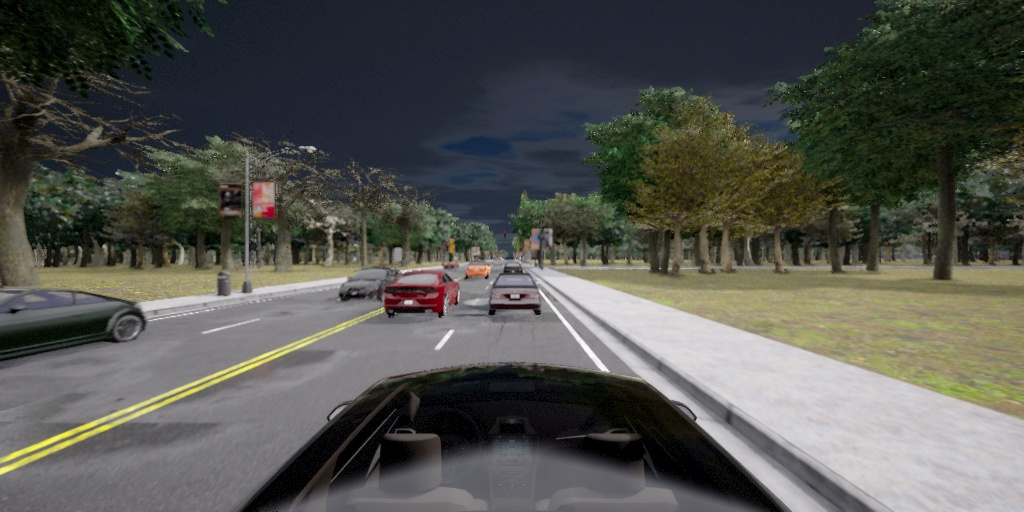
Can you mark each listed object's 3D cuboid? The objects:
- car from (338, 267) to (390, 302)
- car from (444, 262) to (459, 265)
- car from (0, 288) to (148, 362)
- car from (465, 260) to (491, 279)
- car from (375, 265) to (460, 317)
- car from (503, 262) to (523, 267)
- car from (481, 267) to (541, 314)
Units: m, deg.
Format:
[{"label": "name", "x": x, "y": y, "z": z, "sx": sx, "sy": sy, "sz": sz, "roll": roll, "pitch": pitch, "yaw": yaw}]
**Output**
[{"label": "car", "x": -6.596, "y": 1.308, "z": 17.445, "sx": 1.837, "sy": 1.490, "sz": 4.892, "roll": 0, "pitch": 0, "yaw": 0}, {"label": "car", "x": -9.736, "y": 1.557, "z": 57.823, "sx": 1.895, "sy": 1.301, "sz": 4.718, "roll": 0, "pitch": 0, "yaw": 0}, {"label": "car", "x": -9.848, "y": 1.331, "z": 6.934, "sx": 1.994, "sy": 1.385, "sz": 4.181, "roll": 0, "pitch": 0, "yaw": 0}, {"label": "car", "x": -3.140, "y": 1.212, "z": 34.047, "sx": 2.097, "sy": 1.767, "sz": 4.553, "roll": 0, "pitch": 0, "yaw": 0}, {"label": "car", "x": -3.135, "y": 1.267, "z": 13.376, "sx": 1.882, "sy": 1.535, "sz": 5.008, "roll": 0, "pitch": 0, "yaw": 0}, {"label": "car", "x": 0.098, "y": 1.344, "z": 35.881, "sx": 1.882, "sy": 1.535, "sz": 5.008, "roll": 0, "pitch": 0, "yaw": 0}, {"label": "car", "x": 0.099, "y": 1.339, "z": 13.924, "sx": 2.033, "sy": 1.411, "sz": 5.357, "roll": 0, "pitch": 0, "yaw": 0}]
